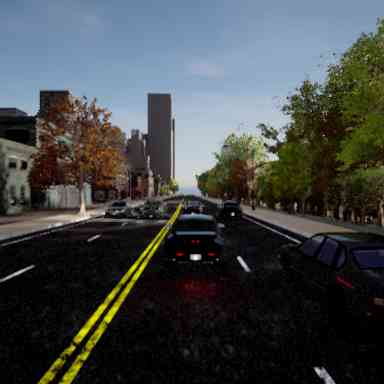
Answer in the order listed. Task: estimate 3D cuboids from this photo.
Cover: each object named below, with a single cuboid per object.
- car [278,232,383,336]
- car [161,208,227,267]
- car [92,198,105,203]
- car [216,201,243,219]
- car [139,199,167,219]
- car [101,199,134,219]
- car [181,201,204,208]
[{"bbox_3d":[3.350,1.564,7.020,2.033,1.411,5.357,0,0,0],"label":"car"},{"bbox_3d":[0.100,1.532,11.499,1.837,1.490,4.892,0,0,0],"label":"car"},{"bbox_3d":[-20.687,2.006,76.481,4.313,1.339,1.947,-1,1,-1],"label":"car"},{"bbox_3d":[3.332,1.576,29.638,1.837,1.490,4.892,0,0,0],"label":"car"},{"bbox_3d":[-3.370,1.422,29.429,2.097,1.767,4.553,0,0,0],"label":"car"},{"bbox_3d":[-6.622,1.599,30.591,1.812,1.442,4.674,0,0,0],"label":"car"},{"bbox_3d":[0.083,1.562,29.518,2.128,1.511,4.902,0,0,0],"label":"car"}]
